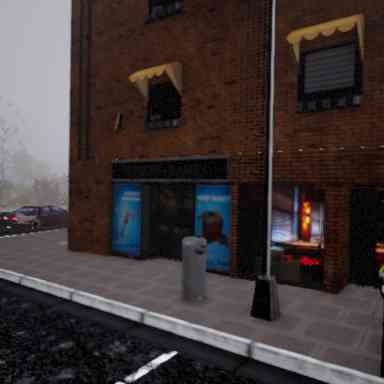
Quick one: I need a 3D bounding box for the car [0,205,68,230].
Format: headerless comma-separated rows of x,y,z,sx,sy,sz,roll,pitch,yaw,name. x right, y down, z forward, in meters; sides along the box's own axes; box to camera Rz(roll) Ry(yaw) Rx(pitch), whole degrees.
-9.209,1.503,20.838,2.033,1.411,5.357,2,1,27,car
